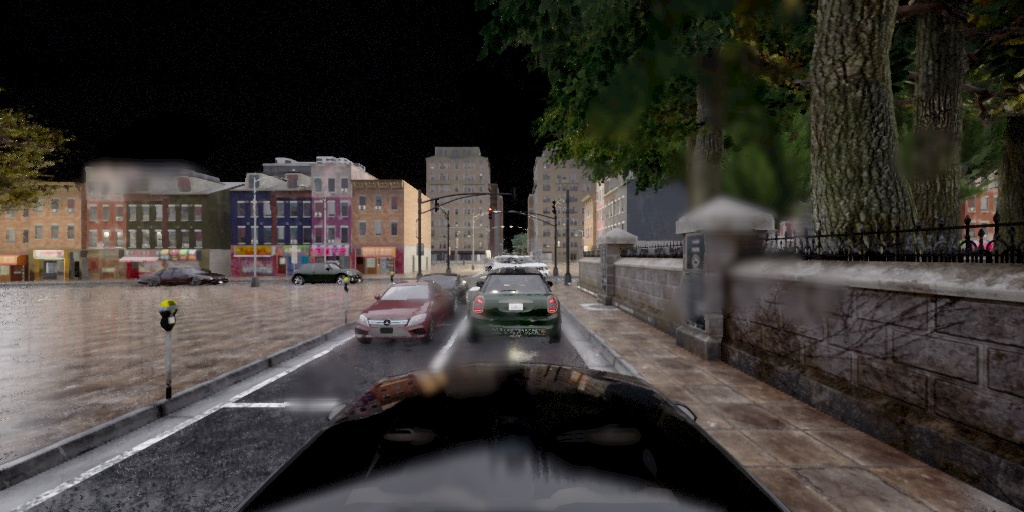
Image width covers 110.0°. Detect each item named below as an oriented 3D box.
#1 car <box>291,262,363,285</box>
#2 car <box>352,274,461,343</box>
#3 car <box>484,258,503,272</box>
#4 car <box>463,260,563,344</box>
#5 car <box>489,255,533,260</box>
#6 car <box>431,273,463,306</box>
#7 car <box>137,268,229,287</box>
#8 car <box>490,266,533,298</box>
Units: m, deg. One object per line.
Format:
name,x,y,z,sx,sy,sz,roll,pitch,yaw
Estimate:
car,-13.391,1.230,26.207,4.553,1.767,2.097,-1,0,0
car,-2.638,1.331,9.637,1.802,1.307,4.207,0,0,0
car,-2.292,1.091,45.506,2.097,1.767,4.553,0,0,0
car,0.073,1.101,9.752,2.097,1.767,4.553,0,0,0
car,0.547,0.960,28.922,2.150,2.045,5.566,-2,1,-36
car,-2.638,1.315,13.299,1.948,1.339,4.313,0,0,0
car,-23.920,1.558,26.165,5.357,1.411,2.033,-1,0,0
car,-0.144,1.313,19.196,1.994,1.385,4.181,0,0,-5
